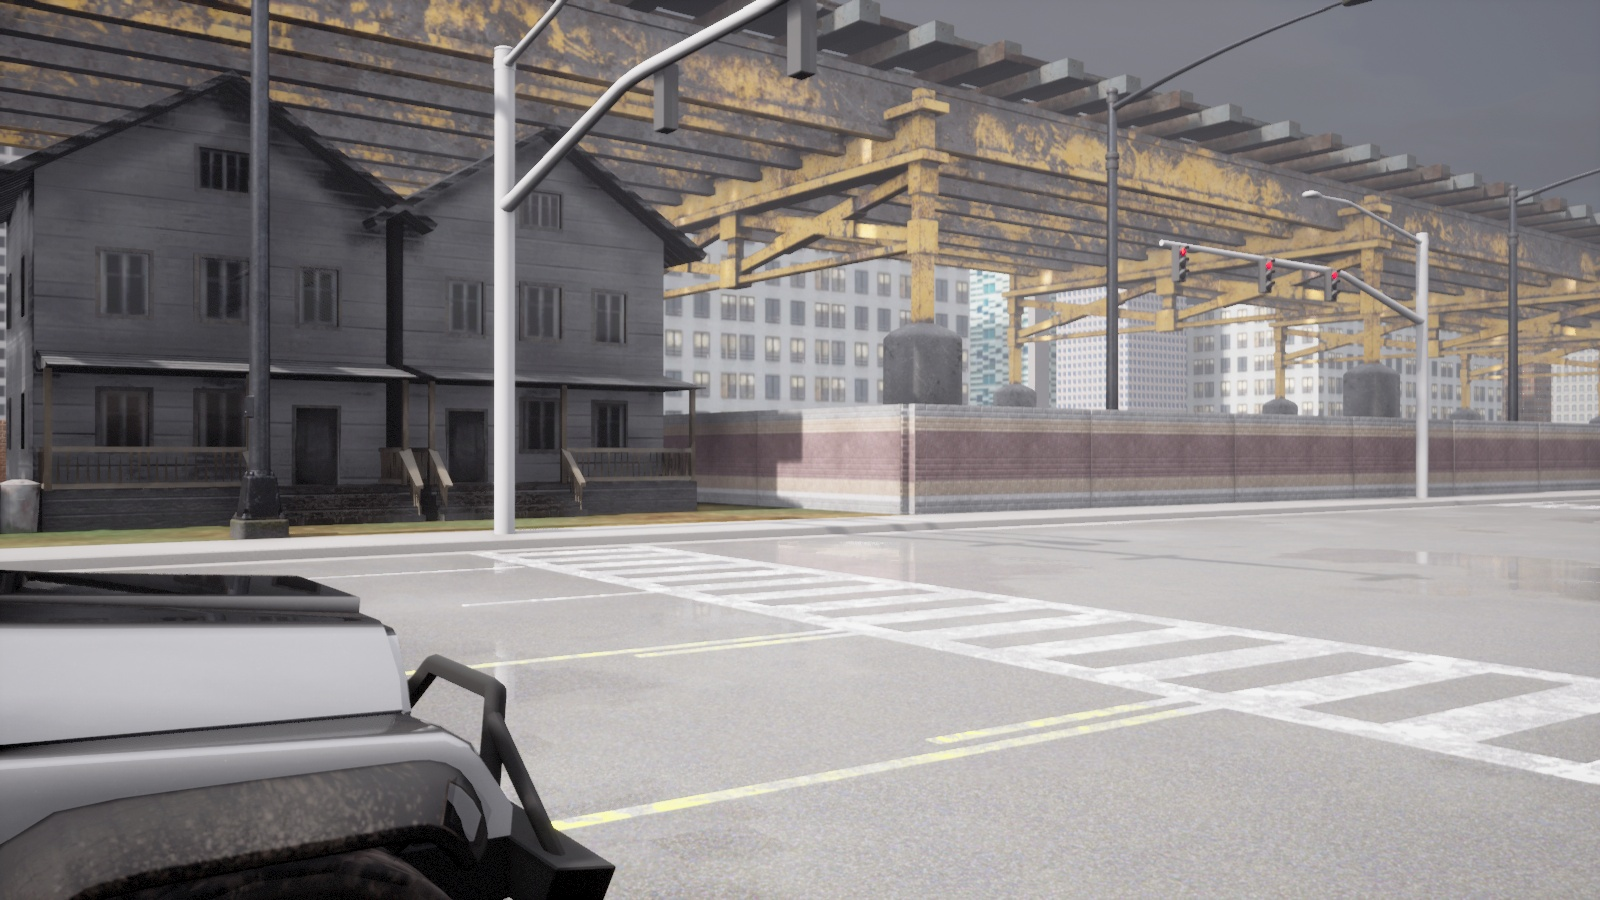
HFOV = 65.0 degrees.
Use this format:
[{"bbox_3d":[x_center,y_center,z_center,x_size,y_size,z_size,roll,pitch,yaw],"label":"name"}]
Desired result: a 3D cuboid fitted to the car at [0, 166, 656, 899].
[{"bbox_3d":[-2.398,0.552,1.998,3.866,1.878,1.905,0,0,-34],"label":"car"}]
